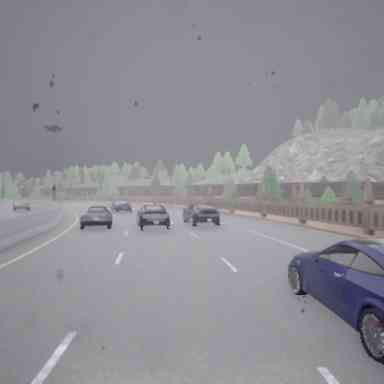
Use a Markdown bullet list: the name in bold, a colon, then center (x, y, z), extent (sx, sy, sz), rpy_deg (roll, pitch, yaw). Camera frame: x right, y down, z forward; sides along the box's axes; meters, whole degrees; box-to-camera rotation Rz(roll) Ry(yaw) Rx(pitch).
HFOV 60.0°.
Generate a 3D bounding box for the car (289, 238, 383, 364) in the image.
- **car**: center (3.223, 1.521, 5.756), extent (1.812, 1.442, 4.674), rpy_deg (0, 0, -4)

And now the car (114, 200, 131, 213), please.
- **car**: center (-8.460, 1.653, 39.645), extent (1.812, 1.442, 4.674), rpy_deg (0, 0, -23)

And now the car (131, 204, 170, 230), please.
- **car**: center (-2.592, 1.548, 21.608), extent (2.128, 1.511, 4.902), rpy_deg (0, 0, -13)

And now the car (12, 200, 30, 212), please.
- **car**: center (-22.649, 1.787, 44.262), extent (1.812, 1.442, 4.674), rpy_deg (0, 0, -29)

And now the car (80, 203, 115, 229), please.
- **car**: center (-6.443, 1.648, 22.684), extent (1.994, 1.385, 4.181), rpy_deg (0, 0, -13)

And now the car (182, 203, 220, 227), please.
- **car**: center (0.568, 1.543, 23.421), extent (1.837, 1.490, 4.892), rpy_deg (0, 0, -13)
